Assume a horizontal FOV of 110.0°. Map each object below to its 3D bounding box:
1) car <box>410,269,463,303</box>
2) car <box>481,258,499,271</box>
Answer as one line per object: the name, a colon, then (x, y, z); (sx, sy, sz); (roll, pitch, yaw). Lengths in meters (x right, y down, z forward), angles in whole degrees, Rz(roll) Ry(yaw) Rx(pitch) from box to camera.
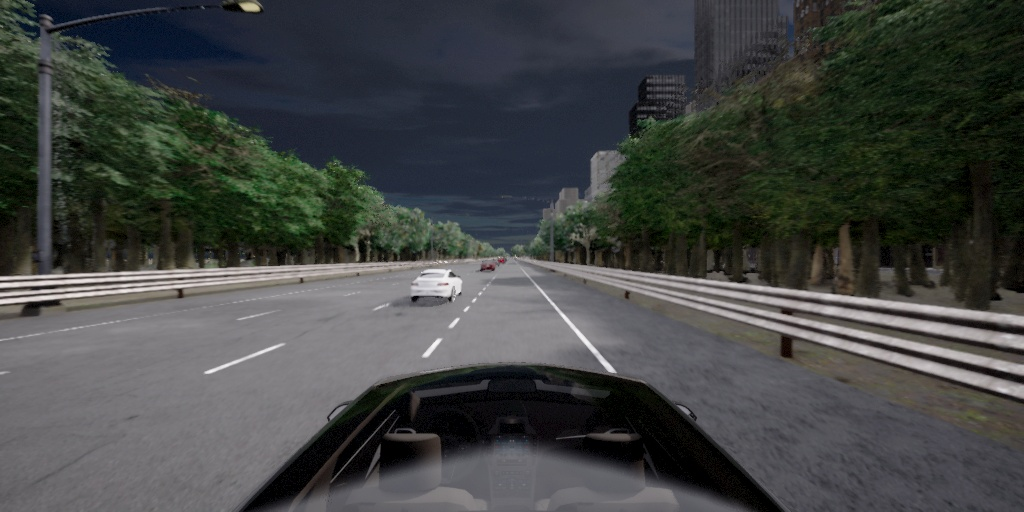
car: (-3.504, 1.340, 17.135); (1.812, 1.442, 4.674); (0, 0, 0)
car: (-3.510, 1.353, 54.209); (2.097, 1.767, 4.553); (0, 0, 0)
